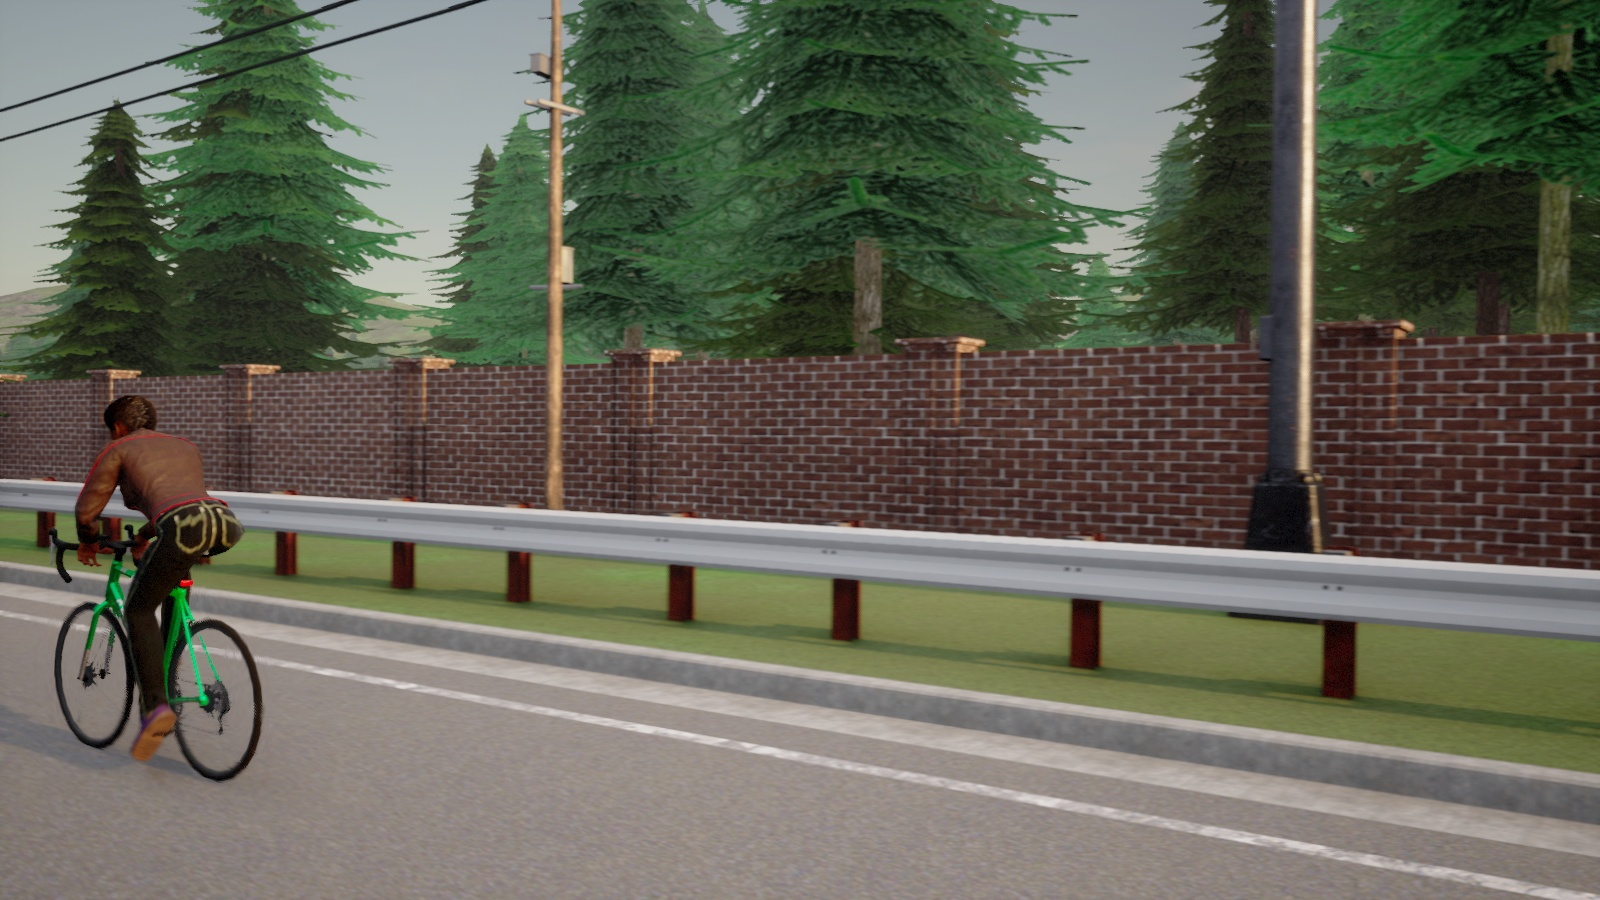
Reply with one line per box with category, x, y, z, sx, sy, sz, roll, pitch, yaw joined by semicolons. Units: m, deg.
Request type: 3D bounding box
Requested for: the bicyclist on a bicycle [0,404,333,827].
bicyclist on a bicycle;-2.830;0.635;5.501;1.656;1.620;0.582;0;1;34
